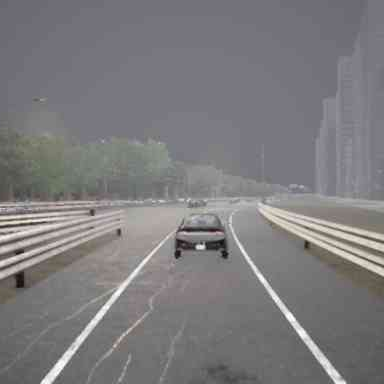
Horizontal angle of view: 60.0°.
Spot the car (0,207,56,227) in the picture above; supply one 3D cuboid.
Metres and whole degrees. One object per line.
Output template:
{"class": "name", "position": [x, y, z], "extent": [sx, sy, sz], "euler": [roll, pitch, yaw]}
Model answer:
{"class": "car", "position": [-10.438, 1.624, 20.607], "extent": [1.994, 1.385, 4.181], "euler": [0, -1, 19]}

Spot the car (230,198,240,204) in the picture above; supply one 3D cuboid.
{"class": "car", "position": [10.626, 2.278, 82.829], "extent": [2.128, 1.511, 4.902], "euler": [0, -1, 19]}

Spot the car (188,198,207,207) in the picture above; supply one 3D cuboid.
{"class": "car", "position": [0.969, 1.763, 54.373], "extent": [2.097, 1.767, 4.553], "euler": [0, -1, 19]}

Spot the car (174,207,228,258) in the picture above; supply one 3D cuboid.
{"class": "car", "position": [0.394, 1.575, 13.126], "extent": [2.128, 1.511, 4.902], "euler": [0, 0, 3]}
